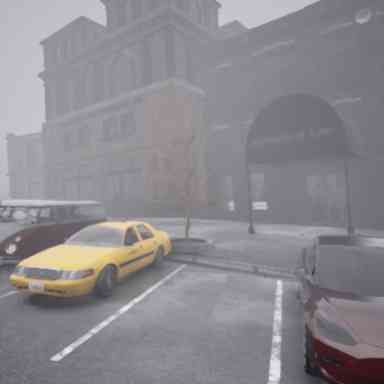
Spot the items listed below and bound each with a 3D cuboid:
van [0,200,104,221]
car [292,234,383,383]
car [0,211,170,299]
[{"bbox_3d":[-4.566,1.233,10.577,1.878,1.987,4.442,1,-1,16],"label":"van"},{"bbox_3d":[2.753,1.523,5.431,2.163,1.488,4.792,1,0,16],"label":"car"},{"bbox_3d":[-2.155,1.461,8.764,1.946,1.575,5.366,1,0,16],"label":"car"}]
